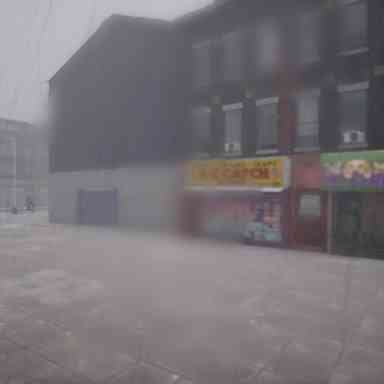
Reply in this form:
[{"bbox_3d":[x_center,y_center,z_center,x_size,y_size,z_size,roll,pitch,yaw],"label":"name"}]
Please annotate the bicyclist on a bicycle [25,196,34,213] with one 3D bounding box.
[{"bbox_3d":[-15.640,1.231,31.972,1.656,1.620,0.582,0,0,35],"label":"bicyclist on a bicycle"}]
